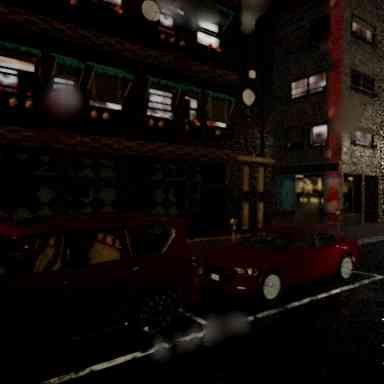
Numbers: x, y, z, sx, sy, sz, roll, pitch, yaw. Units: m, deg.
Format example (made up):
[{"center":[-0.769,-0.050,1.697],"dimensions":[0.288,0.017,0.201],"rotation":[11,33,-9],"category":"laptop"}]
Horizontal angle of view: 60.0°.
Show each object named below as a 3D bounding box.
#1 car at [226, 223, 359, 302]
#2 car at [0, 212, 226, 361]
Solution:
[{"center":[2.320,1.503,8.203],"dimensions":[4.507,1.381,1.887],"rotation":[0,1,-36],"category":"car"},{"center":[-2.162,1.309,4.994],"dimensions":[5.009,1.841,2.192],"rotation":[0,1,-36],"category":"car"}]
